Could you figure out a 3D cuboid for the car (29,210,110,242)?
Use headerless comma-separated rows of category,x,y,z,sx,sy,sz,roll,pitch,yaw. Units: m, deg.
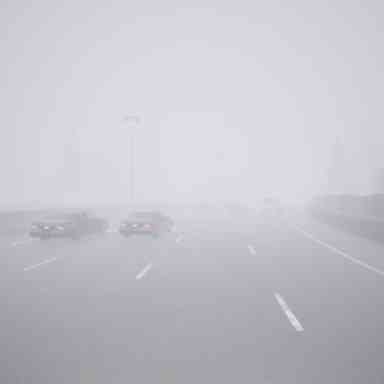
car,-6.084,1.660,17.221,2.033,1.411,5.357,0,-1,8

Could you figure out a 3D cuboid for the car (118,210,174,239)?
car,-2.394,1.713,18.664,2.033,1.411,5.357,0,-1,9

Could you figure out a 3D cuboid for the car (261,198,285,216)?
car,9.794,1.732,40.608,2.150,2.045,5.566,0,-1,19

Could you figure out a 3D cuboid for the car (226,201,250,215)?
car,5.841,2.069,40.254,1.895,1.301,4.718,0,-1,17

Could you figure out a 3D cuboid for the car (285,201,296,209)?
car,17.108,2.302,59.150,1.812,1.442,4.674,0,-1,26

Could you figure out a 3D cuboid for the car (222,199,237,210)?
car,6.249,1.939,51.597,2.097,1.767,4.553,1,-1,21

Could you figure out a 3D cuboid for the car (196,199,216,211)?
car,2.208,1.888,50.704,2.097,1.767,4.553,1,-1,20
